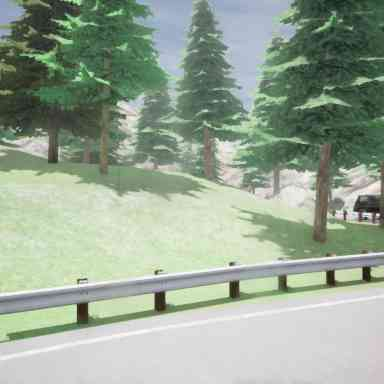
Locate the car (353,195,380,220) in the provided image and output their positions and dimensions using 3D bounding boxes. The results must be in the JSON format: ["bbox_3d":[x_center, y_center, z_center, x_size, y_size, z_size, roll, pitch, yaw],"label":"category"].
[{"bbox_3d":[15.134,1.237,25.556,2.150,2.045,5.566,0,0,-21],"label":"car"}]
